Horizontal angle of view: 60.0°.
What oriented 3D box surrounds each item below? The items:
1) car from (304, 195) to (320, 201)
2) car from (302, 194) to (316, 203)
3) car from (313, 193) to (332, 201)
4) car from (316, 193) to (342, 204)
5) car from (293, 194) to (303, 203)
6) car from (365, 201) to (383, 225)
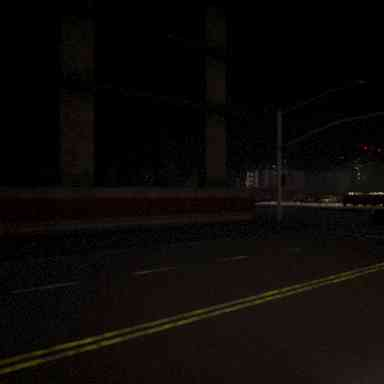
[{"bbox_3d":[29.727,1.495,82.204,3.905,1.438,1.784,0,0,-35],"label":"car"},{"bbox_3d":[23.856,1.467,64.409,3.905,1.438,1.784,0,0,-35],"label":"car"},{"bbox_3d":[31.348,1.284,79.804,4.605,1.855,1.932,0,0,-35],"label":"car"},{"bbox_3d":[25.529,1.499,62.045,3.806,1.475,1.970,0,0,-35],"label":"car"},{"bbox_3d":[22.265,1.257,66.570,4.605,1.855,1.932,0,0,-35],"label":"car"},{"bbox_3d":[14.391,1.580,22.304,1.994,1.385,4.181,0,0,-36],"label":"car"}]
